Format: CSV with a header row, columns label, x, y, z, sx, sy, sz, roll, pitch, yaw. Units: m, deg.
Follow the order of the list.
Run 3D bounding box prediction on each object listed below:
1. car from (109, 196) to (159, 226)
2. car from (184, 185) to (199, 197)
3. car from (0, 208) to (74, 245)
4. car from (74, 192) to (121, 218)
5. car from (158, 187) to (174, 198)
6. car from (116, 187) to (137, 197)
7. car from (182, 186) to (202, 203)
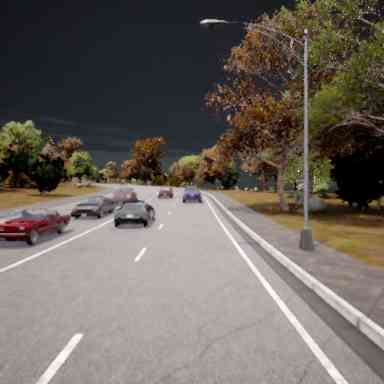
label,x,y,z,sx,sy,sz,roll,pitch,yaw
car,-3.398,1.202,20.252,1.994,1.385,4.181,0,2,0
car,-0.148,-0.190,48.310,1.882,1.535,5.008,0,3,-3
car,-7.088,1.405,14.616,1.895,1.301,4.718,0,1,0
car,-7.035,1.027,24.356,2.033,1.411,5.357,0,2,1
car,-3.541,-0.001,45.270,1.812,1.442,4.674,0,3,-1
car,-6.996,0.354,34.500,2.097,1.767,4.553,0,3,0
car,0.004,0.225,37.122,2.097,1.767,4.553,0,3,0
